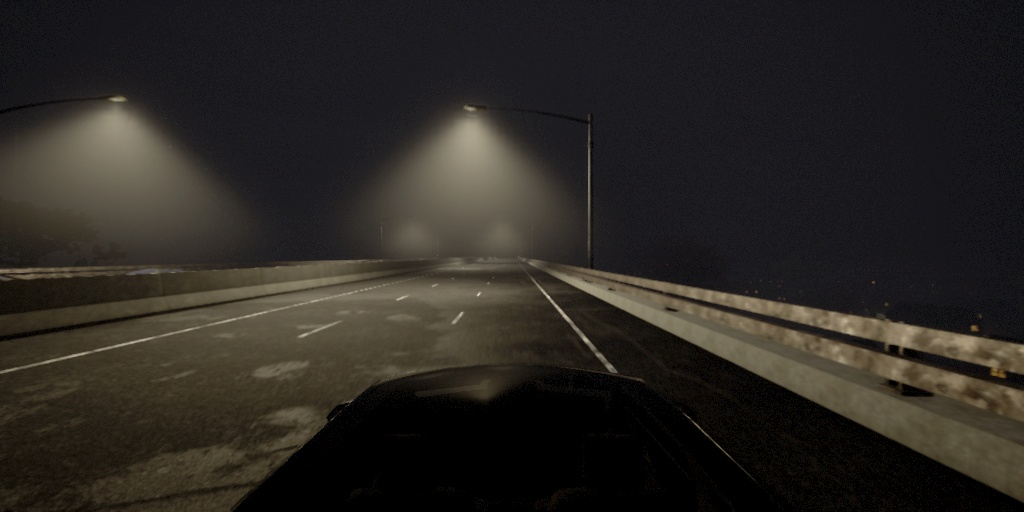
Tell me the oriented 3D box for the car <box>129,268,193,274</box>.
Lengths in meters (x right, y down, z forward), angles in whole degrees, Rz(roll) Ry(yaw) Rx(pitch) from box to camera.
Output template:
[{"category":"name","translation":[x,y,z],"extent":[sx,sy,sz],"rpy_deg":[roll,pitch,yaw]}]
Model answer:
[{"category":"car","translation":[-17.522,1.291,17.821],"extent":[2.033,1.411,5.357],"rpy_deg":[0,0,1]}]

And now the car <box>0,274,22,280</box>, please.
[{"category":"car","translation":[-21.057,1.304,13.508],"extent":[1.994,1.385,4.181],"rpy_deg":[0,0,0]}]
